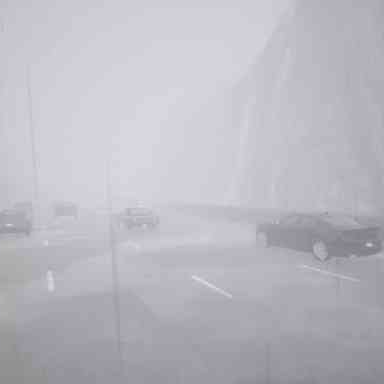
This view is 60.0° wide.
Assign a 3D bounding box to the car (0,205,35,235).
[{"bbox_3d":[-10.404,1.700,19.351,1.994,1.385,4.181,-1,0,-24],"label":"car"}]

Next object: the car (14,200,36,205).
[{"bbox_3d":[-17.390,1.604,34.593,2.128,1.511,4.902,-1,1,-25],"label":"car"}]

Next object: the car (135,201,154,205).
[{"bbox_3d":[-4.711,1.569,32.131,1.812,1.442,4.674,-1,0,-25],"label":"car"}]

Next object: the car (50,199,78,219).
[{"bbox_3d":[-11.700,1.579,30.584,1.882,1.535,5.008,-1,0,-25],"label":"car"}]

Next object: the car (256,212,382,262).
[{"bbox_3d":[4.356,1.472,12.349,1.882,1.535,5.008,-1,0,-25],"label":"car"}]

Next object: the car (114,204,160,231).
[{"bbox_3d":[-3.711,1.675,21.552,1.895,1.301,4.718,-1,0,-25],"label":"car"}]

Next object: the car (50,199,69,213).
[{"bbox_3d":[-15.957,1.586,39.862,1.812,1.442,4.674,-1,1,-25],"label":"car"}]
